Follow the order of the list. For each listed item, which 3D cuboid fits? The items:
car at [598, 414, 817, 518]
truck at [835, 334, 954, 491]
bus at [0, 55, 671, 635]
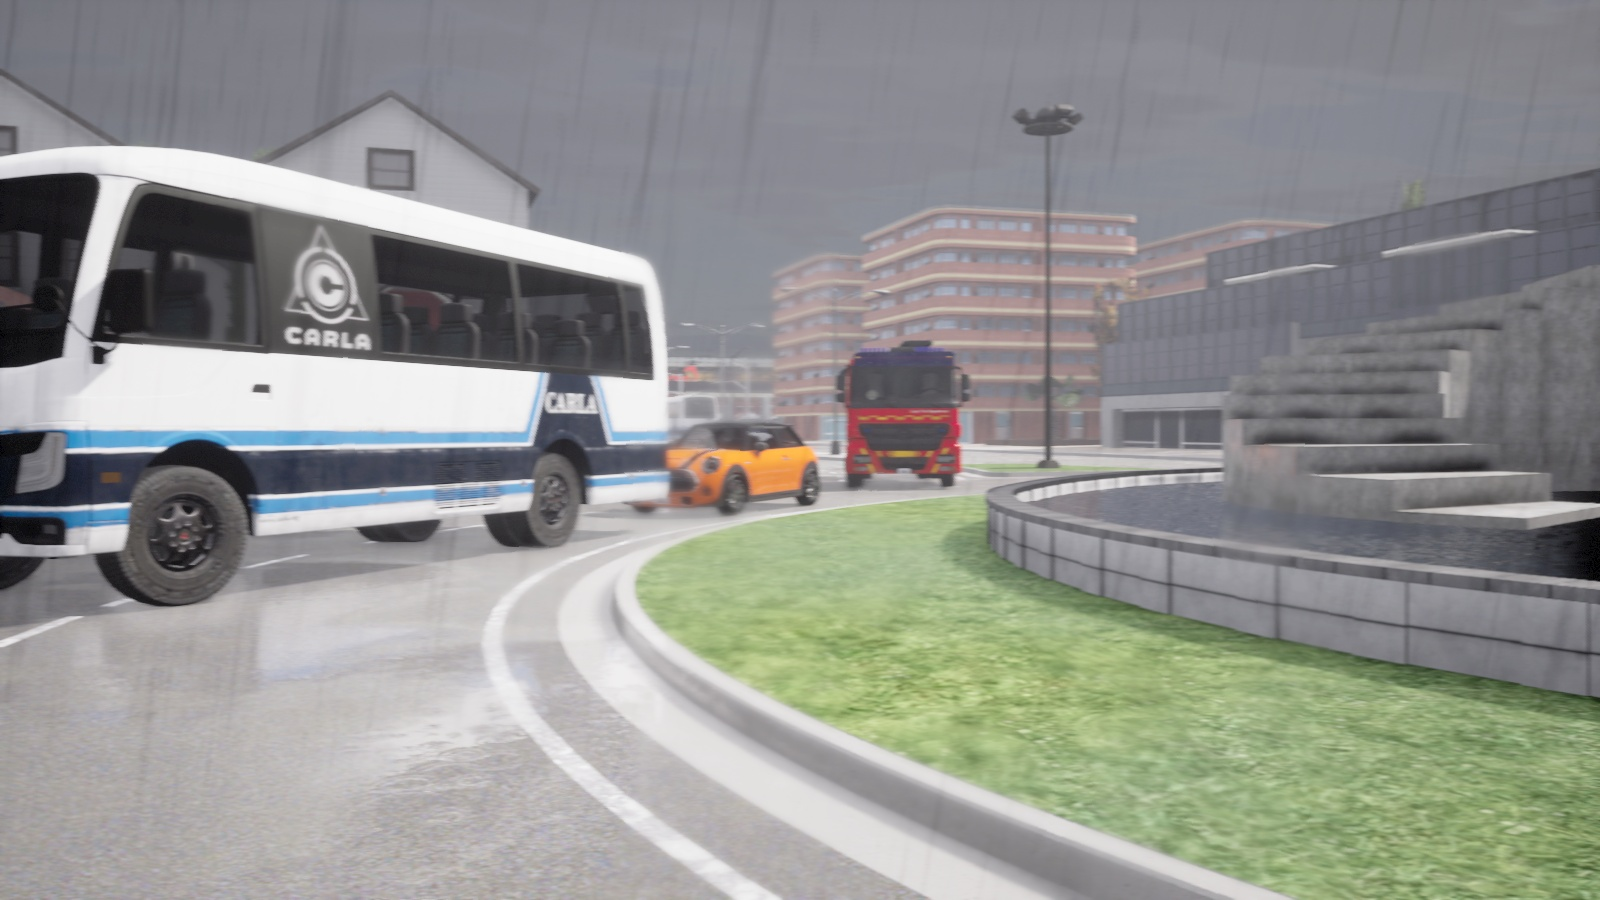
[{"bbox_3d":[-1.621,0.231,23.836,2.097,1.767,4.553,1,1,27],"label":"car"},{"bbox_3d":[2.467,-0.988,34.874,2.891,3.827,8.468,0,1,2],"label":"truck"},{"bbox_3d":[-5.750,-0.837,14.435,3.944,4.253,10.273,1,1,23],"label":"bus"}]
